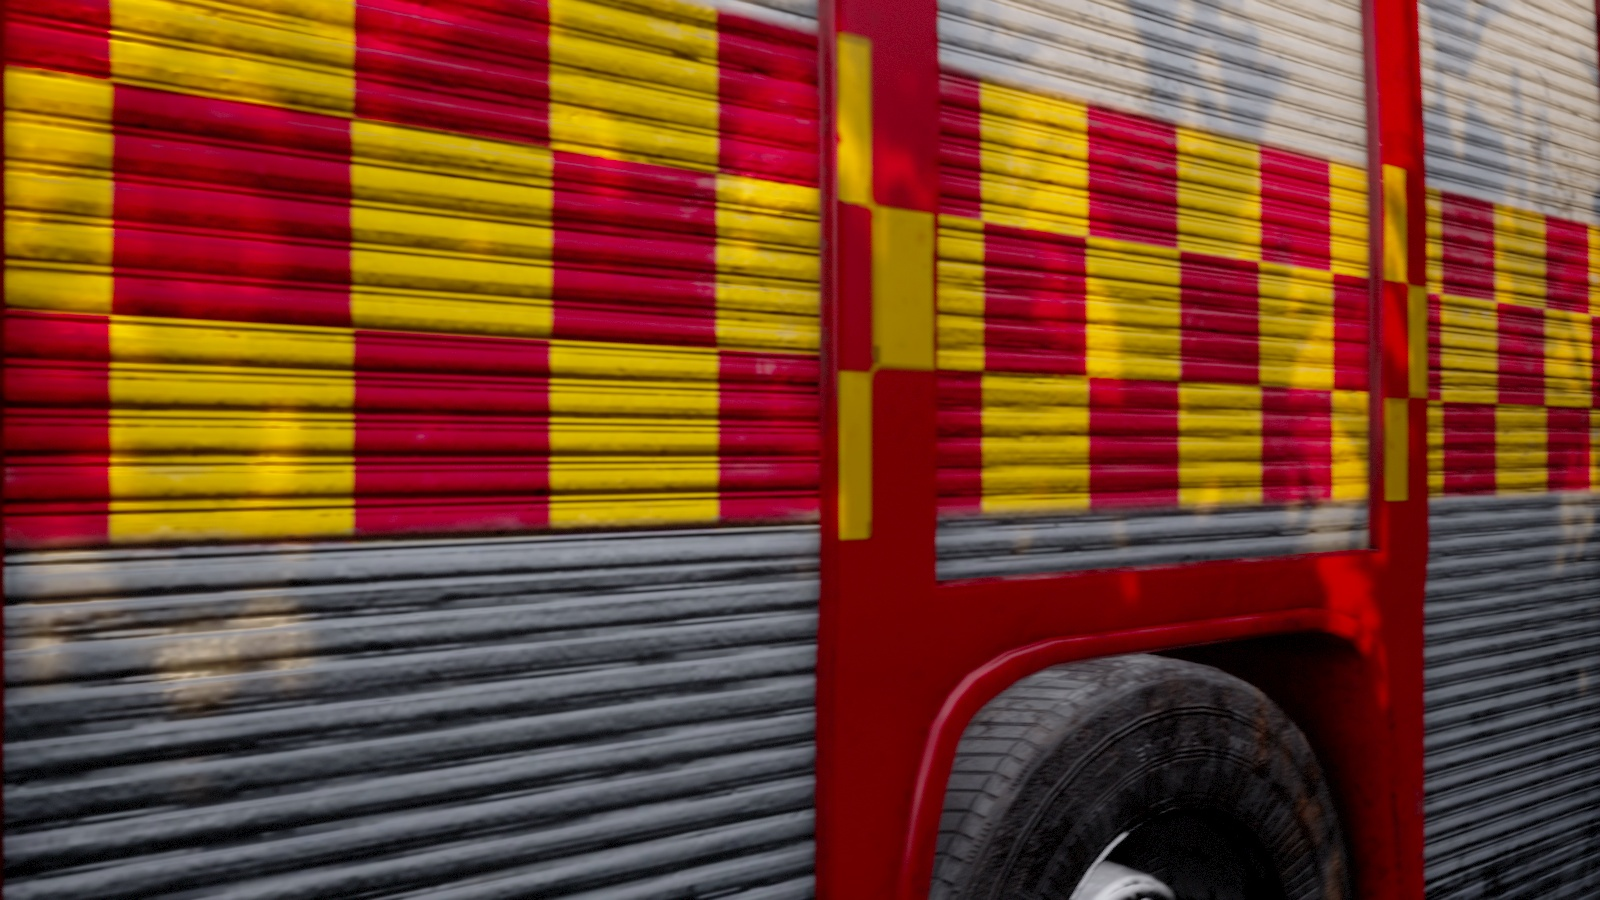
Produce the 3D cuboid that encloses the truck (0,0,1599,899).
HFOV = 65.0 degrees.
[{"bbox_3d":[-2.437,-0.415,1.598,8.468,3.827,2.891,0,0,-35],"label":"truck"}]
